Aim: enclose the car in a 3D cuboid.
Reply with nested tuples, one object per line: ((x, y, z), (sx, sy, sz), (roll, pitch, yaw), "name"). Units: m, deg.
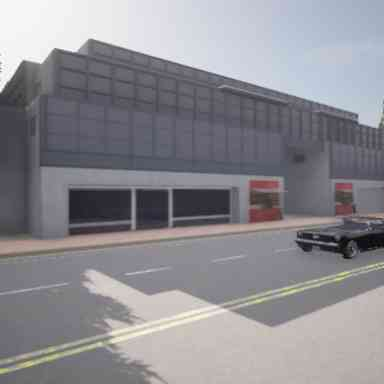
((6.022, 1.589, 12.561), (4.718, 1.301, 1.895), (0, 0, -35), "car")
